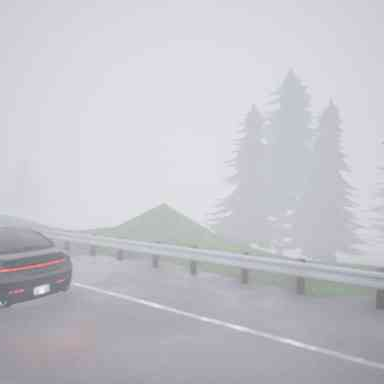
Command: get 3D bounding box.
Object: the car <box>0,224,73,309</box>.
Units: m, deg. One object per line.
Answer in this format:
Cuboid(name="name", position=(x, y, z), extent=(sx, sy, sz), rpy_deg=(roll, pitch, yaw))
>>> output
Cuboid(name="car", position=(-4.632, 1.471, 7.299), extent=(4.892, 1.490, 1.837), rpy_deg=(0, 0, 36))
